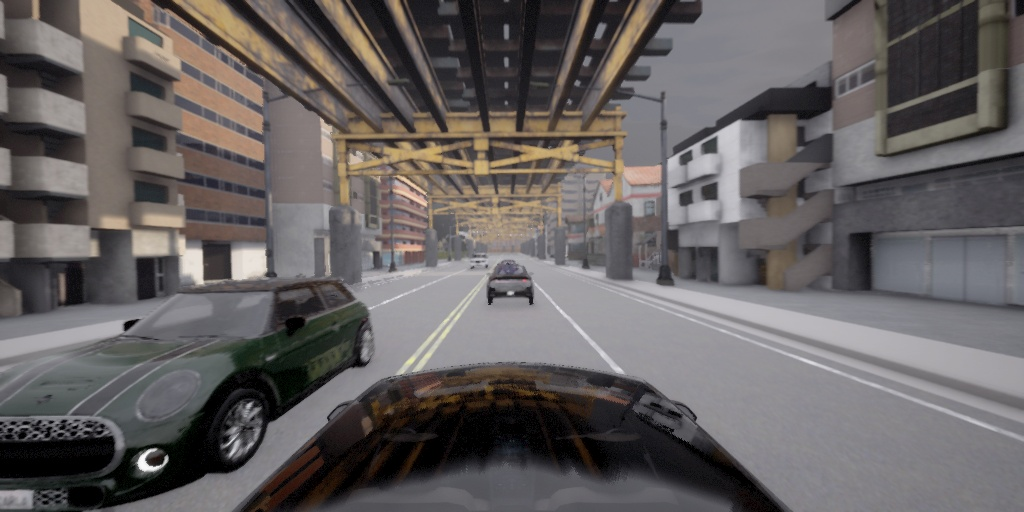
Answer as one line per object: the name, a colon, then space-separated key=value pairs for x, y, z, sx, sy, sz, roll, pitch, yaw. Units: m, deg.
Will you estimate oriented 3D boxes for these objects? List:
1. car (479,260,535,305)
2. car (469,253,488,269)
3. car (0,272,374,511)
car: x=-0.079 y=1.125 z=15.418 sx=2.128 sy=1.511 sz=4.902 roll=-1 pitch=0 yaw=-1
car: x=-4.217 y=0.623 z=46.643 sx=2.150 sy=2.045 sz=5.566 roll=-1 pitch=1 yaw=0
car: x=-3.615 y=1.133 z=4.806 sx=2.097 sy=1.767 sz=4.553 roll=-1 pitch=0 yaw=-1
